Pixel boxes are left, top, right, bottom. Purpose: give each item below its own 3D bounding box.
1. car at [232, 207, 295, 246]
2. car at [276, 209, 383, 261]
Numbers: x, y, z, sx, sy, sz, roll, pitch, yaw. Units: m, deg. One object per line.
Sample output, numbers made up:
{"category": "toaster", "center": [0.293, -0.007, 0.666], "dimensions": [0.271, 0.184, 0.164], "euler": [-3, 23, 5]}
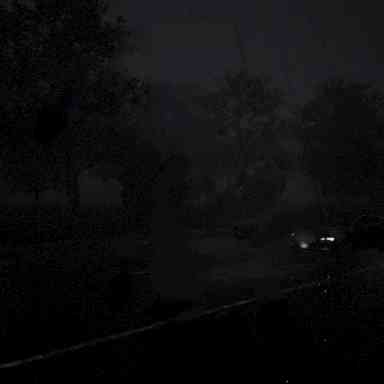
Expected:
{"category": "car", "center": [4.077, 1.486, 15.554], "dimensions": [5.008, 1.535, 1.882], "euler": [0, 0, -36]}
{"category": "car", "center": [5.679, 1.499, 12.393], "dimensions": [4.902, 1.511, 2.128], "euler": [0, 0, -36]}
